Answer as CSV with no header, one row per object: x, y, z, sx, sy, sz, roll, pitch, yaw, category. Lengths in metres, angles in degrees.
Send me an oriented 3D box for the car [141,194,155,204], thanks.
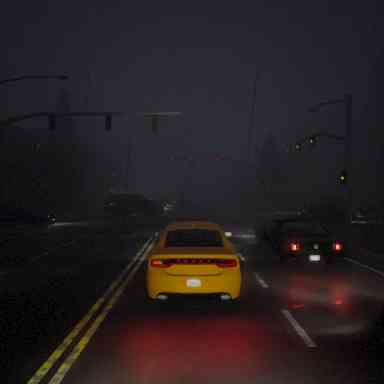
-8.640,1.351,65.508,2.097,1.767,4.553,0,0,-1,car

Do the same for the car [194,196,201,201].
1.308,1.594,88.165,1.895,1.301,4.718,0,0,-1,car

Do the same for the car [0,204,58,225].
-12.411,1.547,23.373,5.357,1.411,2.033,0,0,-2,car

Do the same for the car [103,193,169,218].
-5.261,1.222,30.287,5.566,2.045,2.150,0,1,-37,car

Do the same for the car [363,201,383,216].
18.774,1.547,32.151,5.357,1.411,2.033,0,0,-2,car

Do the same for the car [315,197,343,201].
14.084,1.352,35.517,4.553,1.767,2.097,0,0,-2,car

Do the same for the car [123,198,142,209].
-8.207,1.563,46.388,1.994,1.385,4.181,0,0,-1,car

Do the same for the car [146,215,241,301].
0.034,1.478,8.429,1.882,1.535,5.008,0,0,0,car

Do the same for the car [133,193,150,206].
-8.439,1.221,55.708,2.150,2.045,5.566,0,0,-1,car

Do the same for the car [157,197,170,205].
-5.027,1.563,59.730,1.994,1.385,4.181,0,0,-1,car

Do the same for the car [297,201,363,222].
9.924,1.563,24.651,4.181,1.385,1.994,0,0,-2,car

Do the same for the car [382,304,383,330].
3.598,1.478,2.663,1.882,1.535,5.008,0,0,0,car

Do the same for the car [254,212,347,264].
3.502,1.601,11.753,1.895,1.301,4.718,0,0,-1,car

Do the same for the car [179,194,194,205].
-1.285,1.491,57.038,2.128,1.511,4.902,0,0,-2,car
